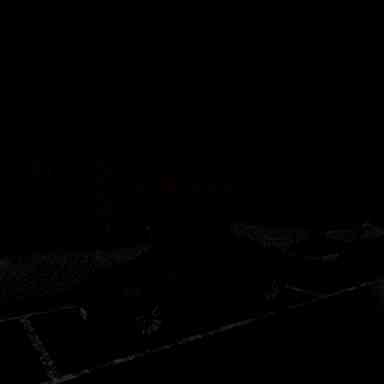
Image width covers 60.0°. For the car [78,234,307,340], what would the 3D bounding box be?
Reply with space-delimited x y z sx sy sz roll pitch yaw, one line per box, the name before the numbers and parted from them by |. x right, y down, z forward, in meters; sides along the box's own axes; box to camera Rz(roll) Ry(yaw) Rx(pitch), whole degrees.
car | 0.043 1.568 6.563 4.313 1.339 1.947 0 0 -35

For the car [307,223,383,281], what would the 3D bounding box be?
car | 4.526 1.588 9.753 4.206 1.307 1.802 0 0 -35
